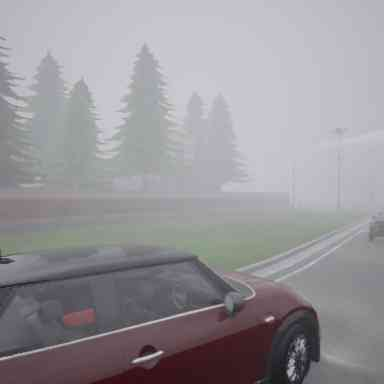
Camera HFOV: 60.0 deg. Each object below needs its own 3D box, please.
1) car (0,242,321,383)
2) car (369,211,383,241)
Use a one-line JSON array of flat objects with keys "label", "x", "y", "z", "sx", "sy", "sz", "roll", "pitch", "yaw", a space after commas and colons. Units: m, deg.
[{"label": "car", "x": -0.535, "y": 1.376, "z": 3.743, "sx": 4.553, "sy": 1.767, "sz": 2.097, "roll": 1, "pitch": 0, "yaw": -38}, {"label": "car", "x": 10.400, "y": 1.724, "z": 17.273, "sx": 1.812, "sy": 1.442, "sz": 4.674, "roll": 0, "pitch": 0, "yaw": 34}]
